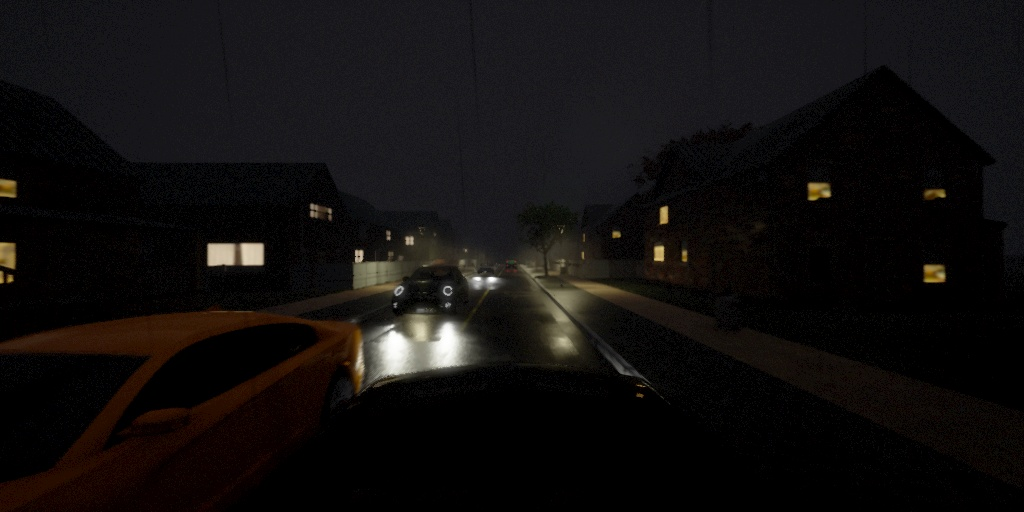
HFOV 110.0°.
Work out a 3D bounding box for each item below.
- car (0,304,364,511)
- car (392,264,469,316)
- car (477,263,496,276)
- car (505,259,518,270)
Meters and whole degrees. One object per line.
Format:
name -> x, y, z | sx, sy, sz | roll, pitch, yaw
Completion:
car -> -2.846, 1.232, 2.612 | 1.882, 1.535, 5.008 | 0, 0, 0
car -> -2.850, 1.116, 13.388 | 2.097, 1.767, 4.553 | 0, 0, 0
car -> -2.804, 1.377, 39.919 | 1.895, 1.301, 4.718 | 0, 0, 0
car -> -0.080, 1.585, 58.281 | 1.895, 1.301, 4.718 | 0, 0, 0
